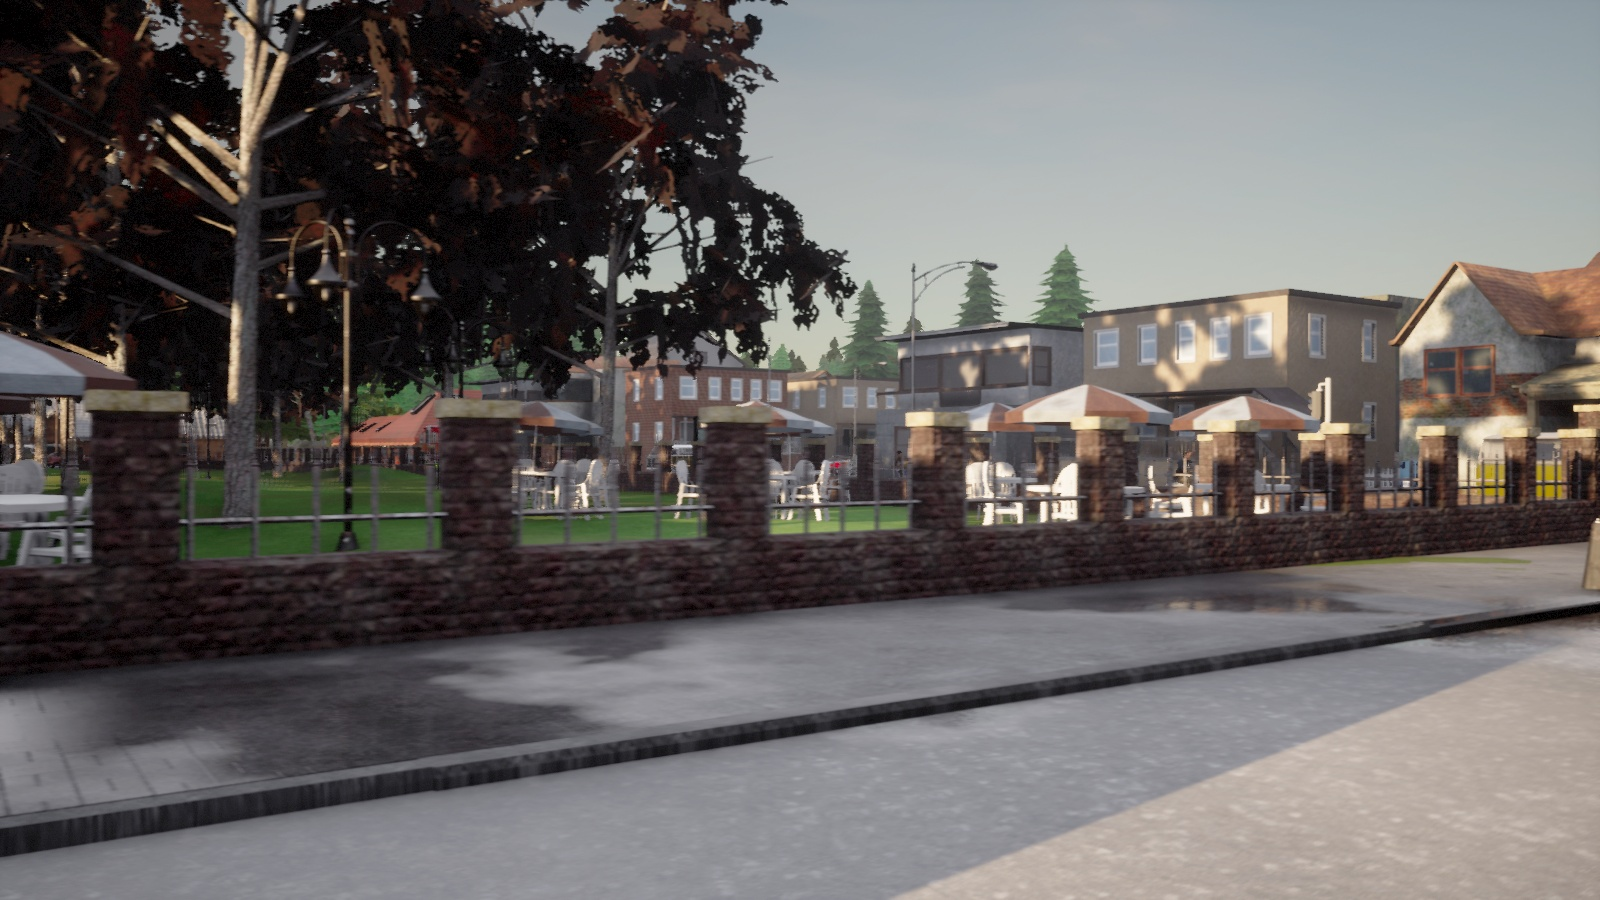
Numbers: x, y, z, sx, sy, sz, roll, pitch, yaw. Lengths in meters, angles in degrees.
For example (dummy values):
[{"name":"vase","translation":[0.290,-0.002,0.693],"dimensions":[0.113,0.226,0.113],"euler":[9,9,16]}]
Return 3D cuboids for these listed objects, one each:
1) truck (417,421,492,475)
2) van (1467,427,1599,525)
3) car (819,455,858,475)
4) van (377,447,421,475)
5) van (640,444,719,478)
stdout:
[{"name":"truck","translation":[-26.038,-0.133,94.406],"dimensions":[2.891,3.827,8.468],"euler":[0,0,-34]},{"name":"van","translation":[16.582,0.527,26.140],"dimensions":[1.775,1.987,4.442],"euler":[0,0,-35]},{"name":"car","translation":[2.631,1.005,86.095],"dimensions":[2.207,1.376,1.481],"euler":[0,0,-35]},{"name":"van","translation":[-29.496,0.786,92.344],"dimensions":[1.775,1.987,4.442],"euler":[0,0,-35]},{"name":"van","translation":[-7.570,0.678,79.020],"dimensions":[4.480,2.038,2.069],"euler":[0,0,-35]}]
